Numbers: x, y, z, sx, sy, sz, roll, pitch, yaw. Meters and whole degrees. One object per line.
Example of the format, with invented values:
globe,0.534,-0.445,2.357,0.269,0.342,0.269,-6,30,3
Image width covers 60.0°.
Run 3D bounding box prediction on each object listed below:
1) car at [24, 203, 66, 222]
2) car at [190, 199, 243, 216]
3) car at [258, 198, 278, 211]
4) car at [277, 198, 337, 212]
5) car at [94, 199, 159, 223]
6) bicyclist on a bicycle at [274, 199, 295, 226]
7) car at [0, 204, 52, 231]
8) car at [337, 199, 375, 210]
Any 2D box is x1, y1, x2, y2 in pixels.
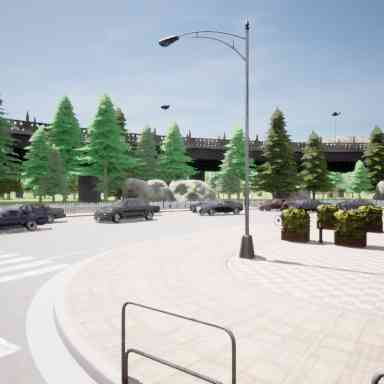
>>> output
car,-11.410,1.492,22.732,2.033,1.411,5.357,0,0,37
car,2.673,1.436,31.952,4.902,1.511,2.128,0,0,-30
car,9.958,1.470,38.811,4.674,1.442,1.812,0,0,-15
car,12.450,1.492,36.110,5.357,1.411,2.033,0,0,-12
car,-5.075,1.297,25.061,2.097,1.767,4.553,0,0,41
bicyclist on a bicycle,5.535,1.245,19.605,0.582,1.620,1.656,0,0,-44
car,-10.533,1.545,18.200,1.895,1.301,4.718,0,0,36
car,19.734,1.509,40.189,4.181,1.385,1.994,0,0,0
